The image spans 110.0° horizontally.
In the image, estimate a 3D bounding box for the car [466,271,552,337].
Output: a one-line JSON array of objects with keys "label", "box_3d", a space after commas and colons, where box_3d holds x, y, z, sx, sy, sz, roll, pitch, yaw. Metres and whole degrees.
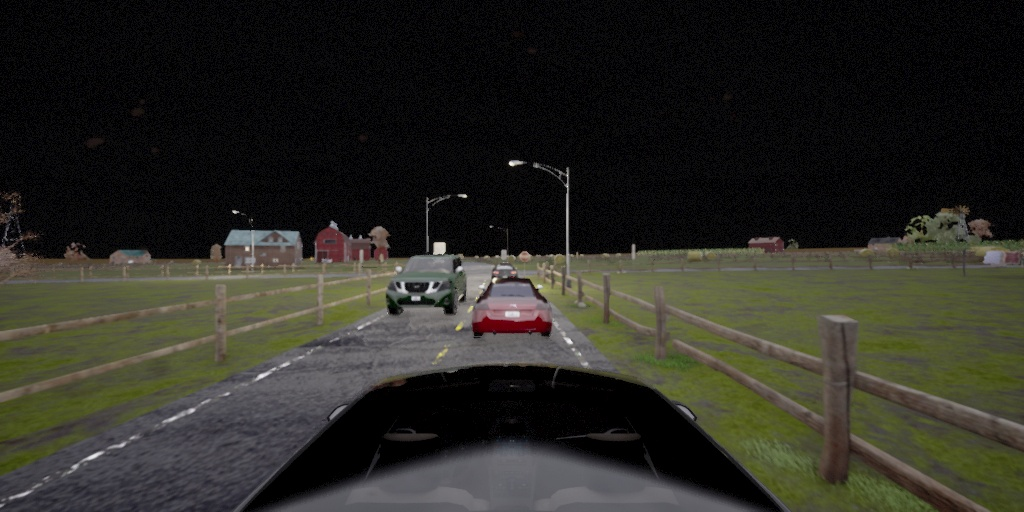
[{"label": "car", "box_3d": [-0.028, 1.299, 10.242, 1.994, 1.385, 4.181, 0, 0, -1]}]

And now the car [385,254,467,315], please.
[{"label": "car", "box_3d": [-2.997, 0.954, 13.756, 2.150, 2.045, 5.566, 0, 0, -1]}]

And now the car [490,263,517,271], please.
[{"label": "car", "box_3d": [-0.575, 1.243, 25.793, 1.812, 1.442, 4.674, 0, 0, -3]}]
